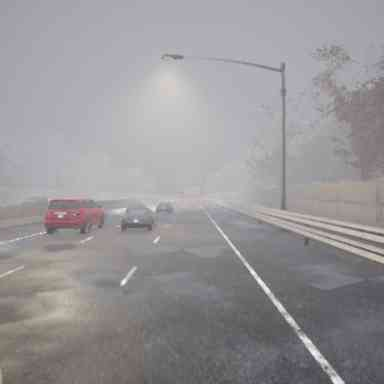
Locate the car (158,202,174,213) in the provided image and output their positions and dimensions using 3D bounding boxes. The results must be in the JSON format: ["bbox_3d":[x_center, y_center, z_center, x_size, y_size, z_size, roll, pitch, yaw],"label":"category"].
[{"bbox_3d":[-3.379,1.881,41.646,1.994,1.385,4.181,0,0,0],"label":"car"}]

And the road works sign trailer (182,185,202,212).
[{"bbox_3d":[0.023,0.807,44.863,2.380,3.560,2.880,0,0,0],"label":"road works sign trailer"}]

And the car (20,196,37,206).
[{"bbox_3d":[-24.497,1.623,51.895,2.150,2.045,5.566,0,0,1],"label":"car"}]

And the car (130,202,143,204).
[{"bbox_3d":[-6.880,1.879,41.514,1.994,1.385,4.181,0,0,0],"label":"car"}]

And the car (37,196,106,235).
[{"bbox_3d":[-6.890,1.369,20.125,2.150,2.045,5.566,0,0,0],"label":"car"}]

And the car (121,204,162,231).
[{"bbox_3d":[-3.389,1.725,22.085,1.994,1.385,4.181,0,0,0],"label":"car"}]

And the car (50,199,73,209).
[{"bbox_3d":[-20.993,1.926,53.804,1.837,1.490,4.892,0,0,0],"label":"car"}]
